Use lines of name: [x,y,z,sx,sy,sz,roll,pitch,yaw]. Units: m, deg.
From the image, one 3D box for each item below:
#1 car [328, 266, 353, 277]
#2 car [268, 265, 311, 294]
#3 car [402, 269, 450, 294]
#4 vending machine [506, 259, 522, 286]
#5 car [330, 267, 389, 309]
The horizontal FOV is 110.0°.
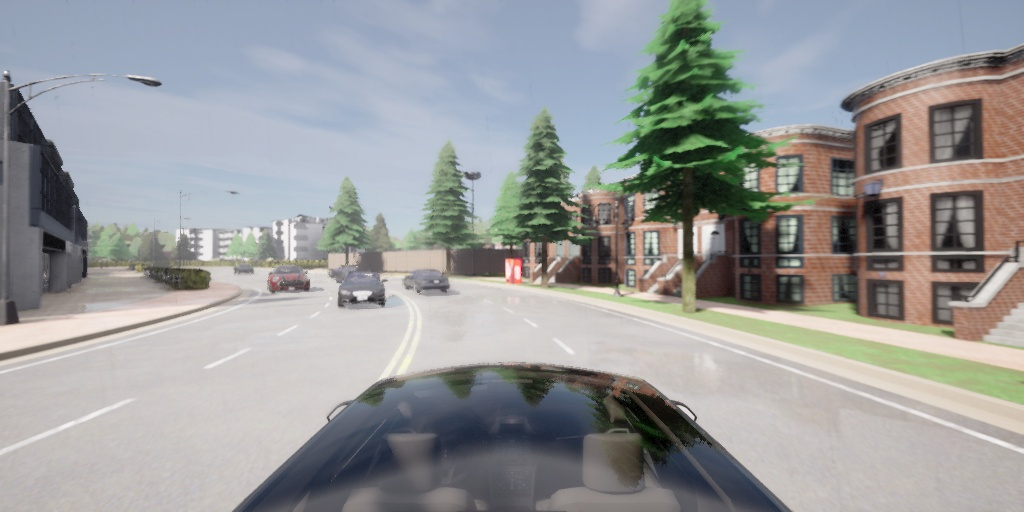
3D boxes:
car: [-17.100,1.736,36.874,5.357,1.411,2.033,-1,-1,44]
car: [-14.475,1.389,23.239,2.097,1.767,4.553,0,-1,-36]
car: [-5.467,1.534,22.456,2.033,1.411,5.357,0,-1,-28]
vending machine: [0.148,1.206,27.607,1.100,2.100,0.880,0,0,-30]
car: [-6.802,1.422,16.360,2.128,1.511,4.902,0,-1,-23]
